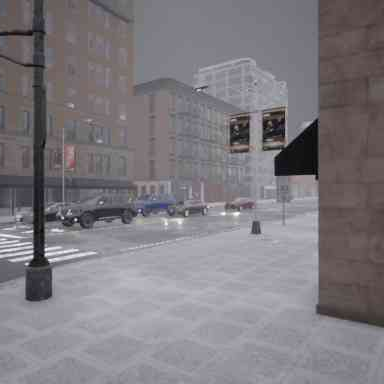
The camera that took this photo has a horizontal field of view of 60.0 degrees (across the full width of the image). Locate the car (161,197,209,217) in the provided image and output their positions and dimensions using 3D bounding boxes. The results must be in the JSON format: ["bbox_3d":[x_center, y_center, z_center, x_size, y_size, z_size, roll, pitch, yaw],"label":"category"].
[{"bbox_3d":[-0.312,1.402,29.983,1.837,1.490,4.892,0,0,35],"label":"car"}]

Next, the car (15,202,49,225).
[{"bbox_3d":[-9.430,1.442,22.733,2.128,1.511,4.902,0,0,35],"label":"car"}]

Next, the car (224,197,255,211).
[{"bbox_3d":[5.531,1.332,38.212,1.882,1.535,5.008,0,0,35],"label":"car"}]

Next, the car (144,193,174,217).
[{"bbox_3d":[-3.735,1.131,30.771,2.150,2.045,5.566,0,0,35],"label":"car"}]

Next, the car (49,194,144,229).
[{"bbox_3d":[-6.045,1.161,21.888,2.150,2.045,5.566,0,0,35],"label":"car"}]
